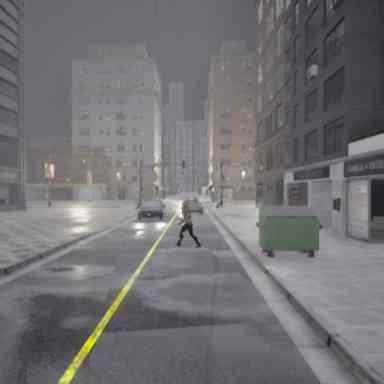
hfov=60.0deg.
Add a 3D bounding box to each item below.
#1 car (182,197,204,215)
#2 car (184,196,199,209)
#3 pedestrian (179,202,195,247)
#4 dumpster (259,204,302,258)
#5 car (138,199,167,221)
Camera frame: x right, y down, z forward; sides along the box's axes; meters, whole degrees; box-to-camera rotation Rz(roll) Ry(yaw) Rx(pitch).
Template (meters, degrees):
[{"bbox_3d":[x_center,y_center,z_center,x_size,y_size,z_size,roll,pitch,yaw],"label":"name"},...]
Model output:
[{"bbox_3d":[0.081,1.431,32.024,1.994,1.385,4.181,0,0,0],"label":"car"},{"bbox_3d":[-0.086,1.349,43.643,1.812,1.442,4.674,0,0,-1],"label":"car"},{"bbox_3d":[-0.186,1.235,12.764,0.375,1.860,0.375,0,0,-10],"label":"pedestrian"},{"bbox_3d":[3.135,1.339,11.981,1.020,1.700,1.940,0,0,0],"label":"dumpster"},{"bbox_3d":[-3.092,1.366,26.532,1.882,1.535,5.008,0,0,0],"label":"car"}]
